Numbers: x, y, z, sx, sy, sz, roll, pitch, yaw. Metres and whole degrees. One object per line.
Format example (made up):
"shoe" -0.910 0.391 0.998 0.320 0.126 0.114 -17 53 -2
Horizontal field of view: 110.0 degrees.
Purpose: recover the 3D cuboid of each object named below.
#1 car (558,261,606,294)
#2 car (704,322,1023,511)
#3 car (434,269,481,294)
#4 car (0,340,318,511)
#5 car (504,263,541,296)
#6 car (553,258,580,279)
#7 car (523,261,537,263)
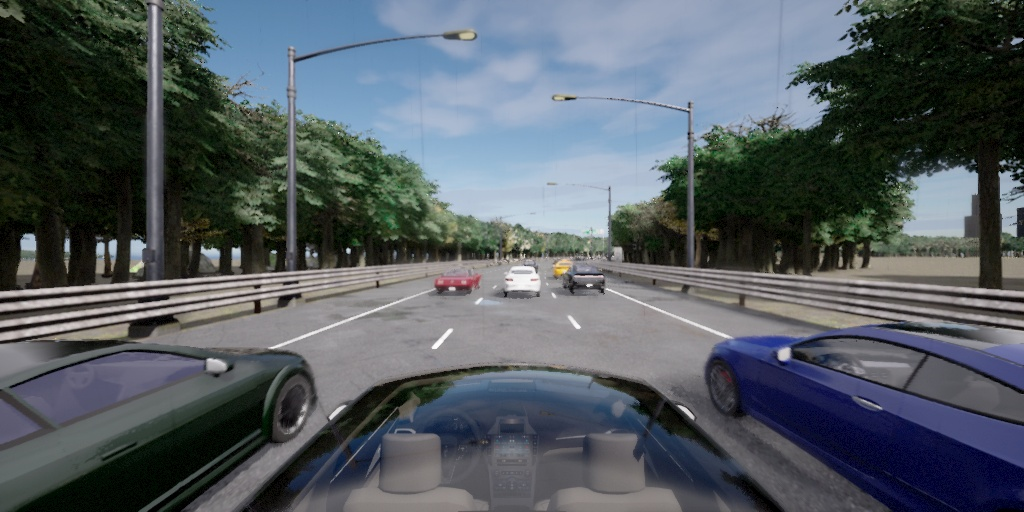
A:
"car" 4.002 1.254 20.333 2.128 1.511 4.902 0 0 3
"car" 3.527 1.278 2.952 1.812 1.442 4.674 0 0 0
"car" -2.894 1.362 20.336 1.895 1.301 4.718 0 0 3
"car" -3.360 1.314 2.663 1.994 1.385 4.181 0 0 0
"car" 0.563 1.286 19.205 1.812 1.442 4.674 0 0 3
"car" 4.847 1.243 33.143 1.882 1.535 5.008 0 0 5
"car" 1.969 1.254 38.973 2.128 1.511 4.902 0 0 6
